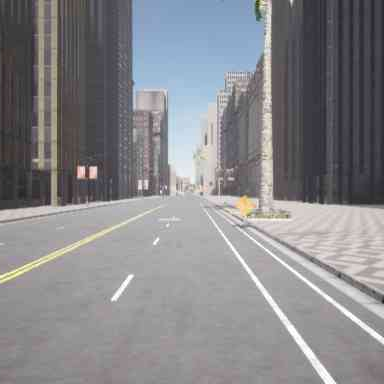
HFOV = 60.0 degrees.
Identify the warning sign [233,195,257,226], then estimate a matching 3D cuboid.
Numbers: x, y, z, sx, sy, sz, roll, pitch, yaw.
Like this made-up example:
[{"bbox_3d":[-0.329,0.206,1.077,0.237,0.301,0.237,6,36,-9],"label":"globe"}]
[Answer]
[{"bbox_3d":[3.228,1.112,20.260,1.300,1.860,1.060,0,0,0],"label":"warning sign"}]
